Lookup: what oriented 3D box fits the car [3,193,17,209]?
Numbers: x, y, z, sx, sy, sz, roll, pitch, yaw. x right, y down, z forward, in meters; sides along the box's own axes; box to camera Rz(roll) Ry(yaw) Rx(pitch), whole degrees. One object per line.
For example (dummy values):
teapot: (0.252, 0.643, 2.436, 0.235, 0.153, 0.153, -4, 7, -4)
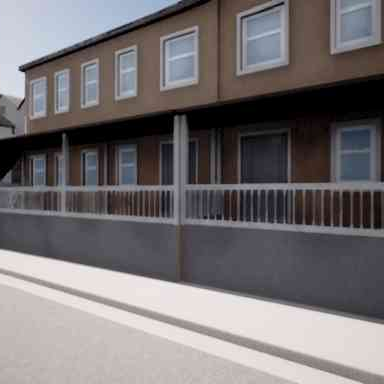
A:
car: (-15.225, 0.853, 28.630, 1.994, 1.385, 4.181, 0, 16, 35)
